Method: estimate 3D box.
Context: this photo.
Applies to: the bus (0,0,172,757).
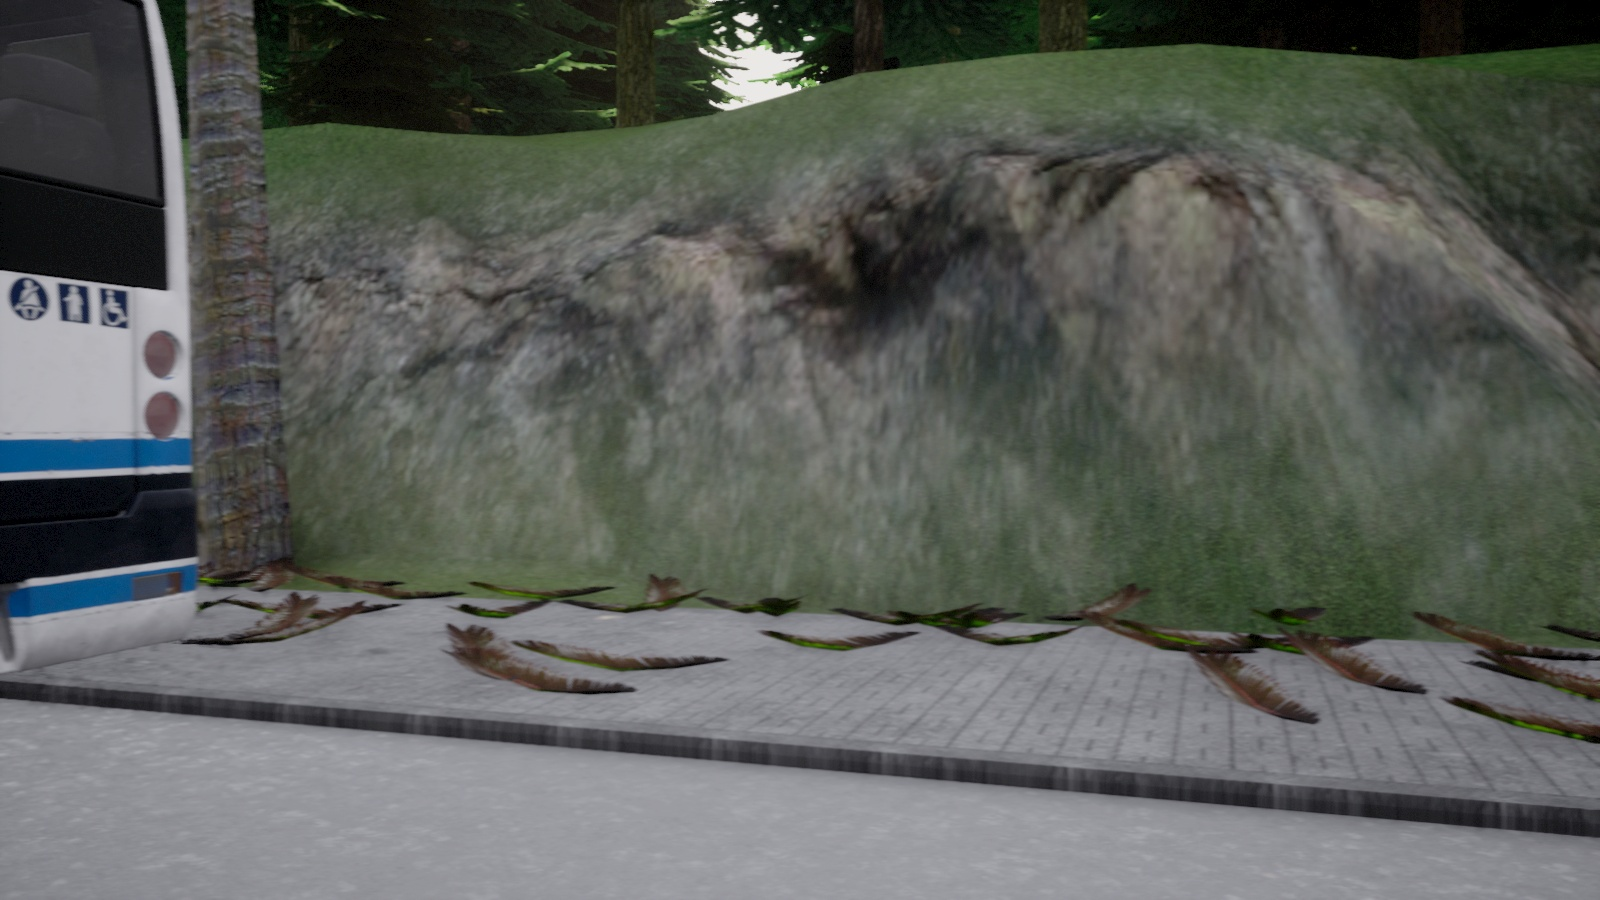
[{"bbox_3d":[-8.984,-0.692,6.727,10.273,4.253,3.944,1,1,19],"label":"bus"}]
